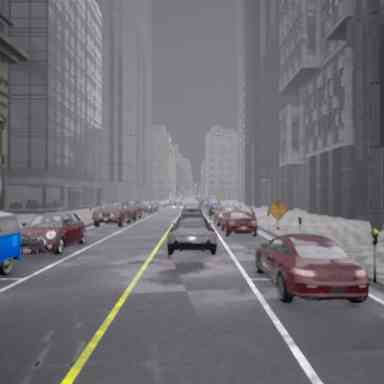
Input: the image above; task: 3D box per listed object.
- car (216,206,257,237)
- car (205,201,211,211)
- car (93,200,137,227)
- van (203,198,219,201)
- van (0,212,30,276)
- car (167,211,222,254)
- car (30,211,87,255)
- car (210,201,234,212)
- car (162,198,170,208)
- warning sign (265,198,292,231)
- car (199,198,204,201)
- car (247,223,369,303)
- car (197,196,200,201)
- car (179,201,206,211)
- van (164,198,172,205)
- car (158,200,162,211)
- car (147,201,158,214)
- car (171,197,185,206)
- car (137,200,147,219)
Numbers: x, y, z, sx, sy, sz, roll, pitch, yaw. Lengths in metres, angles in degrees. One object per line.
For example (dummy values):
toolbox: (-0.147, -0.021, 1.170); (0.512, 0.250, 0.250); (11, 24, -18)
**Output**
car: (2.670, 1.744, 19.417); (1.887, 1.381, 4.507); (0, -1, 0)
car: (2.672, 1.942, 36.332); (1.947, 1.339, 4.313); (0, -1, 0)
car: (-5.855, 1.573, 25.073); (2.192, 1.841, 5.009); (0, -1, 0)
van: (2.671, 1.781, 41.974); (1.690, 1.788, 3.998); (0, -1, 0)
van: (-5.857, 1.425, 8.154); (1.690, 1.788, 3.998); (0, -1, 0)
car: (0.007, 1.711, 14.302); (1.994, 1.385, 4.181); (0, -1, 0)
car: (-5.856, 1.582, 13.792); (1.967, 1.590, 4.097); (0, -1, 0)
car: (2.671, 1.698, 25.056); (1.967, 1.590, 4.097); (0, -1, 0)
car: (-5.858, 2.240, 64.341); (1.752, 1.417, 4.829); (0, -1, 1)
warning sign: (5.070, 1.317, 19.633); (1.300, 1.860, 1.060); (0, -1, 0)
car: (2.675, 2.174, 59.094); (1.752, 1.417, 4.829); (0, -1, 1)
car: (2.669, 1.665, 8.138); (1.802, 1.307, 4.206); (0, -1, 0)
car: (2.675, 2.104, 70.164); (2.192, 1.841, 5.009); (0, -1, 0)
car: (0.008, 1.809, 29.295); (1.837, 1.490, 4.892); (0, 0, 0)
van: (-5.849, 2.269, 81.466); (1.690, 1.788, 3.998); (0, -1, 0)
car: (-5.853, 1.946, 47.627); (1.967, 1.590, 4.097); (0, -1, 0)
car: (-5.853, 1.880, 41.989); (1.967, 1.590, 4.097); (0, -1, 0)
car: (-2.991, 2.320, 70.986); (1.812, 1.442, 4.674); (0, -1, 0)
car: (-5.854, 1.632, 30.711); (2.192, 1.841, 5.009); (0, -1, 0)
